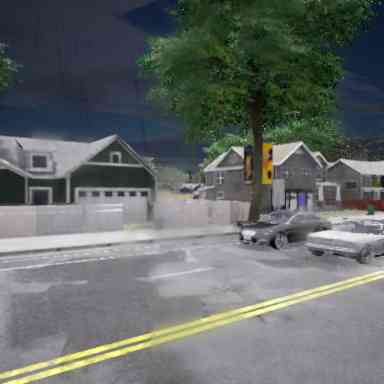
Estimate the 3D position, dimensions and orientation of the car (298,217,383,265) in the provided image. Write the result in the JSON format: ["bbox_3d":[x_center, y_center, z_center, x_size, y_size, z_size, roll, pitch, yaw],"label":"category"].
[{"bbox_3d":[6.243,1.679,12.104,4.718,1.301,1.895,0,0,-35],"label":"car"}]

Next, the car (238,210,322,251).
[{"bbox_3d":[4.196,1.569,14.634,4.902,1.511,2.128,1,0,-35],"label":"car"}]
